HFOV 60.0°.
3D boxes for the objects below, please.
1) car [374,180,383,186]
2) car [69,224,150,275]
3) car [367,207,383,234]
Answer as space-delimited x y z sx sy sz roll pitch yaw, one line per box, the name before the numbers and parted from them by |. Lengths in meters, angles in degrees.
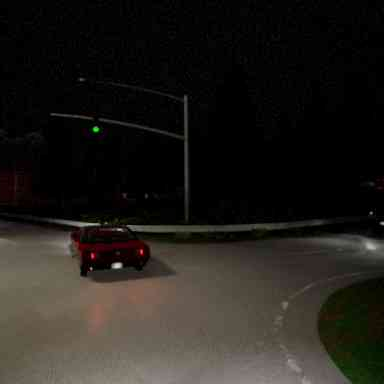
car | 28.712 -1.650 50.444 2.128 1.511 4.902 0 5 26
car | -2.952 1.724 11.036 1.895 1.301 4.718 0 0 -24
car | 11.484 1.009 16.902 5.566 2.045 2.150 -3 1 -25
